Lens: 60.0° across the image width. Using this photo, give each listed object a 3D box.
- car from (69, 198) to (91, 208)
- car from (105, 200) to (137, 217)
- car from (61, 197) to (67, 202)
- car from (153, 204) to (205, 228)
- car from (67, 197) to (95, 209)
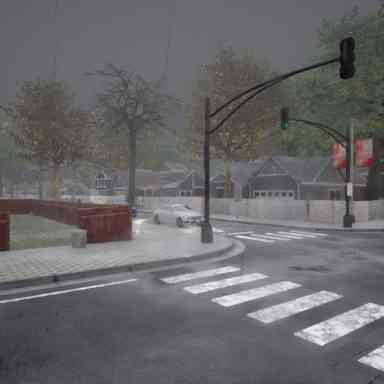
[{"bbox_3d":[-16.699,1.652,49.611,1.994,1.385,4.181,0,0,-35],"label":"car"},{"bbox_3d":[-6.828,1.512,30.824,1.882,1.535,5.008,0,0,-36],"label":"car"},{"bbox_3d":[-22.359,1.599,57.419,2.128,1.511,4.902,0,0,-36],"label":"car"},{"bbox_3d":[-0.990,1.546,22.655,1.812,1.442,4.674,0,0,-36],"label":"car"},{"bbox_3d":[-12.816,1.528,39.205,1.882,1.535,5.008,0,0,-35],"label":"car"}]
